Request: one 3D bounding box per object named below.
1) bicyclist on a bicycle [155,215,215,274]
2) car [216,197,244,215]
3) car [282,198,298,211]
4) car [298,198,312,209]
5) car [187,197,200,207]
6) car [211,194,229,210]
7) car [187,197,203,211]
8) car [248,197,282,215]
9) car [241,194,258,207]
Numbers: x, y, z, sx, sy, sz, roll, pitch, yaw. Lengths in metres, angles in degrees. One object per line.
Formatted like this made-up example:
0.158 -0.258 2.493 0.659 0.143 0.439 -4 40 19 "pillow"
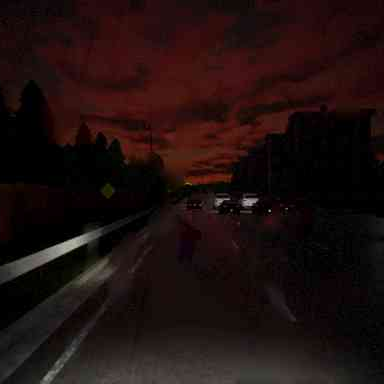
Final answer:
-0.214 1.455 9.085 1.656 1.620 0.582 -2 0 0 "bicyclist on a bicycle"
3.793 1.526 34.041 1.812 1.442 4.674 0 0 0 "car"
10.824 1.601 40.228 1.895 1.301 4.718 0 0 0 "car"
14.338 1.478 44.319 1.882 1.535 5.008 0 0 0 "car"
0.262 1.526 51.037 1.812 1.442 4.674 0 0 0 "car"
3.832 1.221 43.951 2.150 2.045 5.566 0 0 0 "car"
0.336 1.547 40.686 2.033 1.411 5.357 0 0 0 "car"
7.291 1.505 33.609 1.837 1.490 4.892 0 0 0 "car"
7.333 1.221 43.513 2.150 2.045 5.566 0 0 0 "car"
